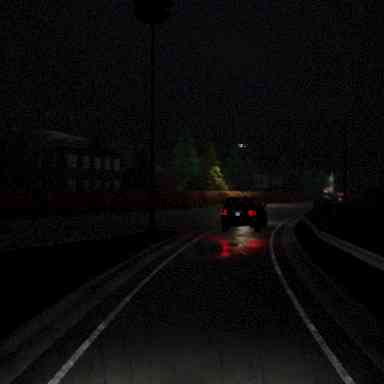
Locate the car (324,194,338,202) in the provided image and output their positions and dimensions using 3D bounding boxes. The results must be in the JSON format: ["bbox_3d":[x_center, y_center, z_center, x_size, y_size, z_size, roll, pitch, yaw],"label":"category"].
[{"bbox_3d":[36.656,1.938,87.013,2.128,1.511,4.902,0,0,37],"label":"car"}]

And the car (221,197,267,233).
[{"bbox_3d":[3.320,1.303,20.610,2.150,2.045,5.566,0,0,19],"label":"car"}]

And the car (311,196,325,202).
[{"bbox_3d":[33.847,1.936,89.101,2.128,1.511,4.902,0,0,37],"label":"car"}]

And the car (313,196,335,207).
[{"bbox_3d":[21.466,1.819,54.574,1.994,1.385,4.181,0,0,36],"label":"car"}]

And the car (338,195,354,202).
[{"bbox_3d":[39.697,1.771,85.236,2.097,1.767,4.553,0,0,37],"label":"car"}]

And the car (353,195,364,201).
[{"bbox_3d":[42.541,2.014,83.195,1.895,1.301,4.718,0,0,37],"label":"car"}]
